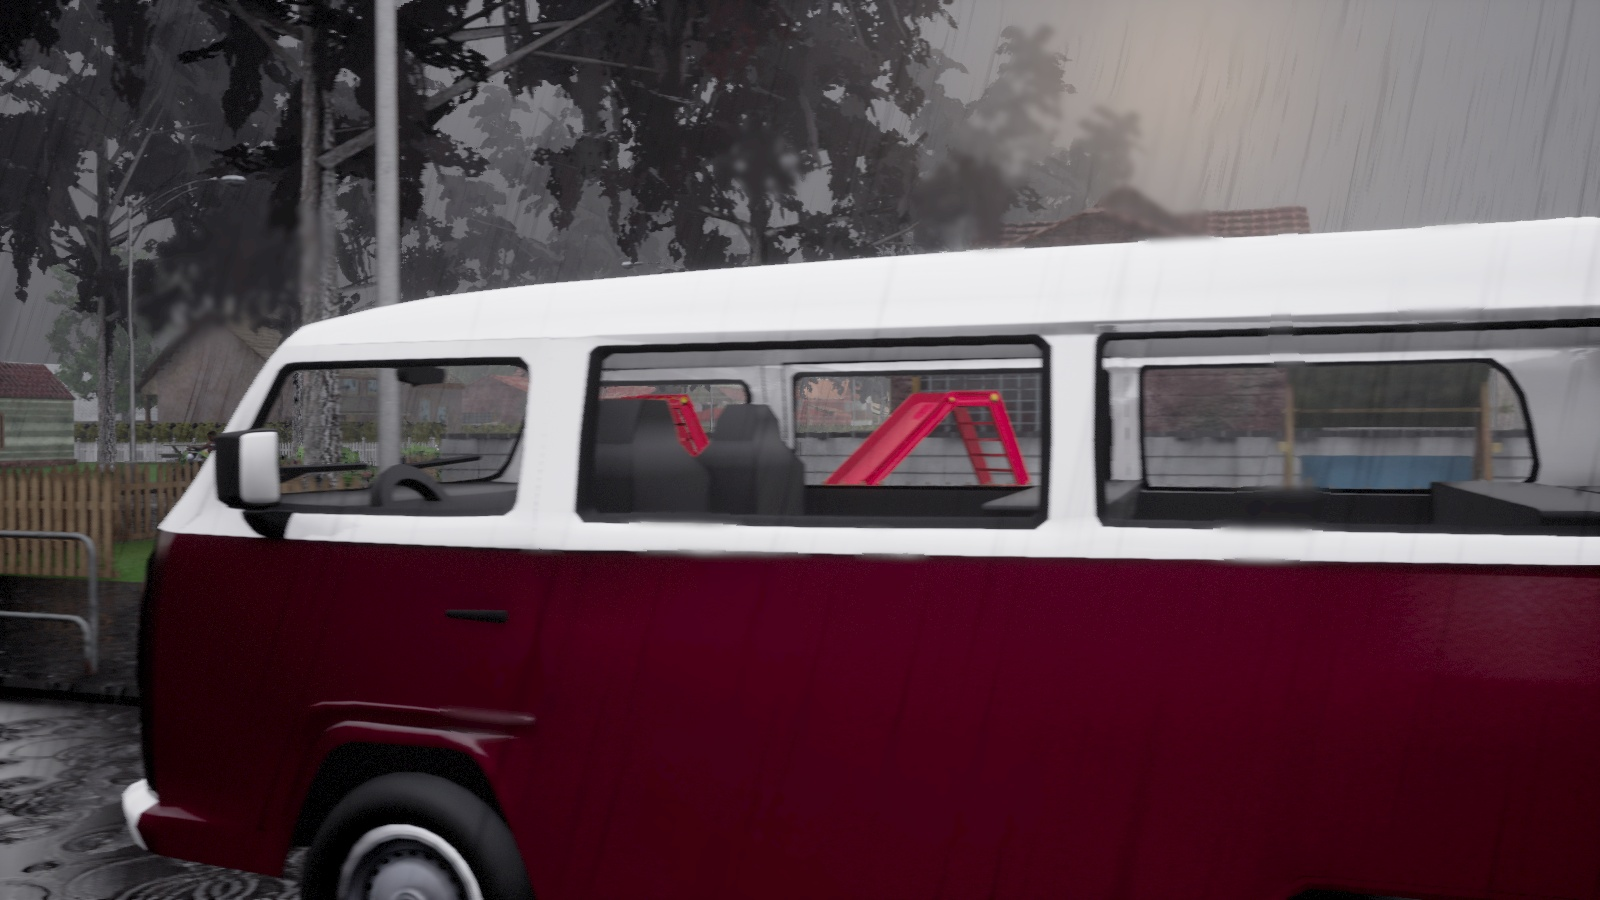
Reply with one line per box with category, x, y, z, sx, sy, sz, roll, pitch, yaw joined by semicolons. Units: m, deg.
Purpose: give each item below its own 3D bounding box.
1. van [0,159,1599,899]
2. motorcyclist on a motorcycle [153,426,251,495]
van;0.294;0.493;3.618;4.480;2.038;2.069;1;1;19
motorcyclist on a motorcycle;-14.782;0.223;31.132;0.766;1.649;2.350;1;1;19
